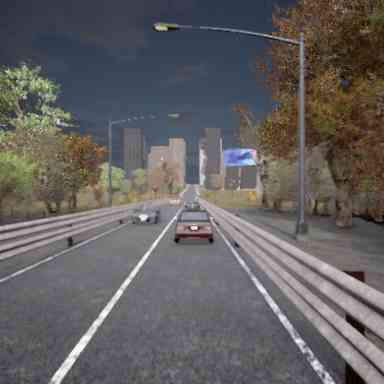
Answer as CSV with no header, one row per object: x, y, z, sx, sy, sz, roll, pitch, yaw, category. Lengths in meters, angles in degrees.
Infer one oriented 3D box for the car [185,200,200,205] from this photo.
0.080,1.723,42.852,2.128,1.511,4.902,0,0,0,car

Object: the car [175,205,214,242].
0.096,1.611,16.793,2.033,1.411,5.357,0,0,0,car

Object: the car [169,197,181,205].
-3.313,1.735,65.899,2.097,1.767,4.553,0,0,0,car

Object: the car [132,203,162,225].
-3.355,1.610,25.408,2.128,1.511,4.902,0,0,0,car
